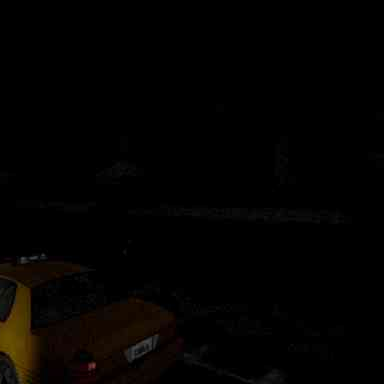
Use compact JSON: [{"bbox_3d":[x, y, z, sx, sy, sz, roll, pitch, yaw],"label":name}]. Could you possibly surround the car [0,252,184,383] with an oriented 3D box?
[{"bbox_3d":[-2.375,1.525,4.660,4.829,1.417,1.752,0,0,36],"label":"car"}]
